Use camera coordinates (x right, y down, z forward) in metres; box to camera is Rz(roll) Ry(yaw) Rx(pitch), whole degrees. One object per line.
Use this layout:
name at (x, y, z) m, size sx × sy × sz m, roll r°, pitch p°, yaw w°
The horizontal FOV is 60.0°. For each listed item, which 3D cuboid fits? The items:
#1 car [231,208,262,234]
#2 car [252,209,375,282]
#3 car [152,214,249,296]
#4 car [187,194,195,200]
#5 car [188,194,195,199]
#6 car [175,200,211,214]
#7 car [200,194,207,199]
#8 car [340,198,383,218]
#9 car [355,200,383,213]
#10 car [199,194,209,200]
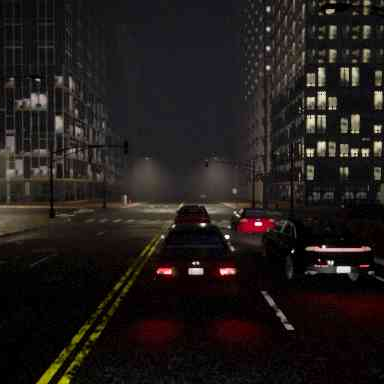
car at (3.306, 1.552, 18.504) m, size 1.994 × 1.385 × 4.181 m, roll 0°, pitch 0°, yaw 0°
car at (3.326, 1.486, 9.704) m, size 2.128 × 1.511 × 4.902 m, roll 0°, pitch 0°, yaw 0°
car at (0.081, 1.542, 8.789) m, size 2.033 × 1.411 × 5.357 m, roll 0°, pitch 0°, yaw 0°
car at (-0.193, 1.431, 81.422) m, size 1.812 × 1.442 × 4.674 m, roll 0°, pitch 0°, yaw 0°
car at (-0.217, 1.325, 91.454) m, size 1.895 × 1.301 × 4.718 m, roll 0°, pitch 0°, yaw 0°
car at (0.061, 1.466, 18.609) m, size 1.882 × 1.535 × 5.008 m, roll 0°, pitch 0°, yaw 1°
car at (3.033, 1.254, 91.431) m, size 1.812 × 1.442 × 4.674 m, roll 0°, pitch 0°, yaw 0°
car at (16.130, 1.515, 30.255) m, size 5.009 × 1.841 × 2.192 m, roll 1°, pitch 0°, yaw 1°
car at (21.719, 1.637, 38.555) m, size 4.829 × 1.417 × 1.752 m, roll 1°, pitch 0°, yaw 1°
car at (3.057, 1.502, 81.459) m, size 1.895 × 1.301 × 4.718 m, roll 0°, pitch 0°, yaw 0°
